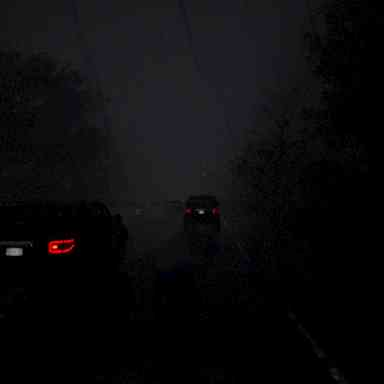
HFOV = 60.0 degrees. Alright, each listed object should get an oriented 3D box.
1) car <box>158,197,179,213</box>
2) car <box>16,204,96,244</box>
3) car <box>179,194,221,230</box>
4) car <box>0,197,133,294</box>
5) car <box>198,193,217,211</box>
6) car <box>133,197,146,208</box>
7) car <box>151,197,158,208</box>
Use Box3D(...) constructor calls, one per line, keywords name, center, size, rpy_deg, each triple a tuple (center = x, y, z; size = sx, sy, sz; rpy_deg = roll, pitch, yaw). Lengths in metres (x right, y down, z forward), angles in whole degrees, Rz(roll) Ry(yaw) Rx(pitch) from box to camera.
Box3D(name="car", center=(-1.973, 1.487, 36.110), size=(2.128, 1.511, 4.902), rpy_deg=(0, 0, 4))
Box3D(name="car", center=(-6.673, 1.472, 17.045), size=(1.882, 1.535, 5.008), rpy_deg=(0, 0, 2))
Box3D(name="car", center=(0.633, 1.220, 21.089), size=(2.150, 2.045, 5.566), rpy_deg=(0, 0, 3))
Box3D(name="car", center=(-3.275, 1.219, 8.931), size=(2.150, 2.045, 5.566), rpy_deg=(0, 0, 1))
Box3D(name="car", center=(2.075, 1.220, 42.908), size=(2.150, 2.045, 5.566), rpy_deg=(0, 0, 5))
Box3D(name="car", center=(-8.133, 1.468, 48.788), size=(1.882, 1.535, 5.008), rpy_deg=(0, 0, 5))
Box3D(name="car", center=(-4.647, 1.470, 48.495), size=(1.882, 1.535, 5.008), rpy_deg=(0, 0, 5))
